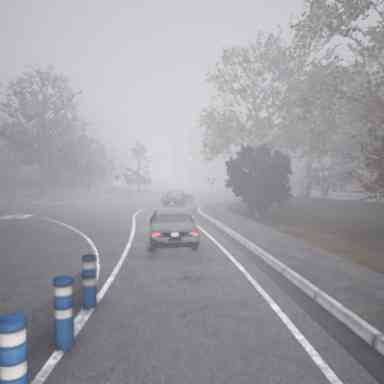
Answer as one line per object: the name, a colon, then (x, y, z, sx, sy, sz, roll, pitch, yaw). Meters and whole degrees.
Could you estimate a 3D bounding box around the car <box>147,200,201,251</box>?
car: (-0.811, 1.331, 13.203, 2.033, 1.411, 5.357, 0, 2, -6)

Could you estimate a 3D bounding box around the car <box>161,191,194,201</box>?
car: (-1.165, 0.524, 30.131, 1.895, 1.301, 4.718, 1, 3, 14)
